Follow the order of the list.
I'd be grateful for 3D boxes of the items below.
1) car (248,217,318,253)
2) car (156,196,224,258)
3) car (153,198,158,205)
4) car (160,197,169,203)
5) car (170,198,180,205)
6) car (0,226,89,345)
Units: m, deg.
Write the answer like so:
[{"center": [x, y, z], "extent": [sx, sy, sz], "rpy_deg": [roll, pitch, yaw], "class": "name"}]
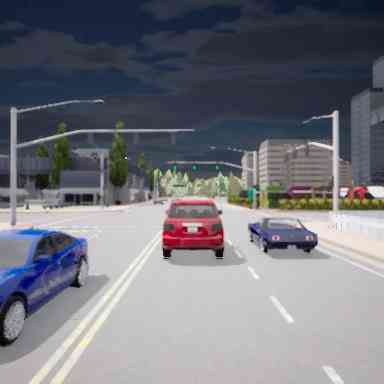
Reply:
[{"center": [3.577, 1.693, 14.056], "extent": [1.895, 1.301, 4.718], "rpy_deg": [0, 0, 0], "class": "car"}, {"center": [0.072, 1.309, 13.318], "extent": [2.150, 2.045, 5.566], "rpy_deg": [0, 0, 1], "class": "car"}, {"center": [-7.000, 1.976, 69.157], "extent": [1.812, 1.442, 4.674], "rpy_deg": [0, 0, 0], "class": "car"}, {"center": [-7.000, 2.063, 84.780], "extent": [1.812, 1.442, 4.674], "rpy_deg": [0, 0, 0], "class": "car"}, {"center": [-3.500, 2.004, 69.163], "extent": [1.994, 1.385, 4.181], "rpy_deg": [0, 0, 0], "class": "car"}, {"center": [-3.589, 1.522, 6.640], "extent": [1.882, 1.535, 5.008], "rpy_deg": [0, 0, 0], "class": "car"}]
